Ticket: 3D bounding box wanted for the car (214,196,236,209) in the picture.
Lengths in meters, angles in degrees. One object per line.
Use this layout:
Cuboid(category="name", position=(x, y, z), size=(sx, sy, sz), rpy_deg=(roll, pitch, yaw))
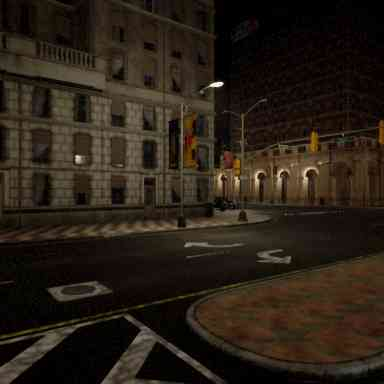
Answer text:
Cuboid(category="car", position=(3.736, 1.353, 43.649), size=(2.097, 1.767, 4.553), rpy_deg=(0, 0, -36))
